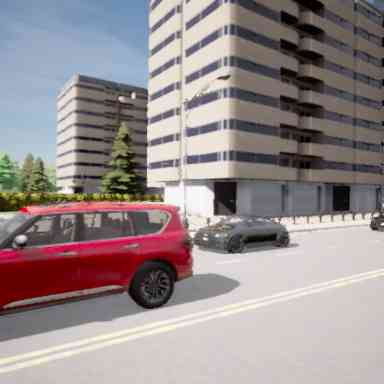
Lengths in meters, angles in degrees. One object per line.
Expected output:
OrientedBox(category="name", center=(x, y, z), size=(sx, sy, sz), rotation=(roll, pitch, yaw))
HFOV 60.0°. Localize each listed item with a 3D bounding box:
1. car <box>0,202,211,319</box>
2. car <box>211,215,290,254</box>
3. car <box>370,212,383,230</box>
OrientedBox(category="car", center=(-2.562, 1.229, 6.453), size=(5.566, 2.045, 2.150), rotation=(1, 0, -34))
OrientedBox(category="car", center=(2.163, 1.659, 13.928), size=(4.181, 1.385, 1.994), rotation=(1, 0, -34))
OrientedBox(category="car", center=(13.314, 1.808, 21.437), size=(4.181, 1.385, 1.994), rotation=(1, 0, -34))
